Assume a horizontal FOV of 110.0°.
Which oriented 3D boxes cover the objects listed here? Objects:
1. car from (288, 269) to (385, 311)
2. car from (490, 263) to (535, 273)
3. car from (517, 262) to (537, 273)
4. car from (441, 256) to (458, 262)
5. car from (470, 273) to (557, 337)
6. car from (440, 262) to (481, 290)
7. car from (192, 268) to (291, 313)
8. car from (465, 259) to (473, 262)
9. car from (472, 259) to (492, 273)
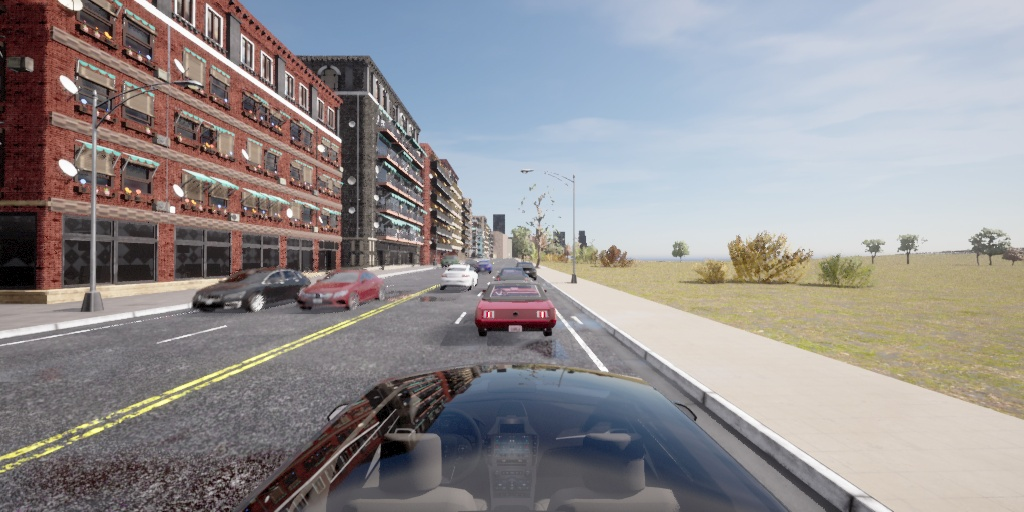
[{"bbox_3d":[-6.635,1.278,14.543,1.812,1.442,4.674,0,0,0],"label":"car"},{"bbox_3d":[0.040,1.317,20.341,1.994,1.385,4.181,0,0,0],"label":"car"},{"bbox_3d":[1.059,1.259,30.335,1.837,1.490,4.892,0,0,0],"label":"car"},{"bbox_3d":[-9.989,0.974,57.677,2.150,2.045,5.566,0,0,0],"label":"car"},{"bbox_3d":[0.077,1.352,10.311,1.895,1.301,4.718,0,0,0],"label":"car"},{"bbox_3d":[-3.207,1.279,22.096,1.812,1.442,4.674,0,0,0],"label":"car"},{"bbox_3d":[-9.885,1.257,14.115,1.837,1.490,4.892,0,0,0],"label":"car"},{"bbox_3d":[-6.739,1.257,57.906,1.837,1.490,4.892,0,0,0],"label":"car"},{"bbox_3d":[-3.260,1.279,42.194,1.812,1.442,4.674,0,0,0],"label":"car"}]
